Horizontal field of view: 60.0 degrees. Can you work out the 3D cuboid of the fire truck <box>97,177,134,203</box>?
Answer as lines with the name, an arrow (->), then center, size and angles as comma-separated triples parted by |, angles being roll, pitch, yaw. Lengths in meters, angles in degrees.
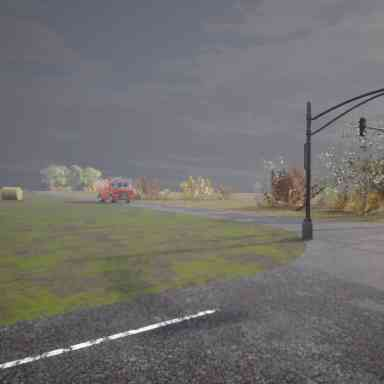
fire truck -> -11.714, -0.354, 50.084 | 2.891, 3.827, 8.468 | 1, 0, -32
